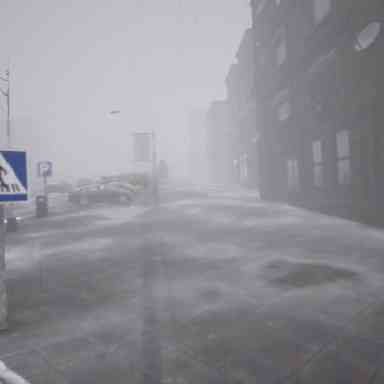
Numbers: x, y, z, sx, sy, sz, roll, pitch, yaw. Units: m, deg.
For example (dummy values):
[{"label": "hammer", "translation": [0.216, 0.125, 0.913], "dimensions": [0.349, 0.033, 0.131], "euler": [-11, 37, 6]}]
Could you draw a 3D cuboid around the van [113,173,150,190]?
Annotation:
[{"label": "van", "translation": [-7.907, -1.468, 43.727], "dimensions": [4.442, 1.987, 1.878], "euler": [-3, 5, -22]}]

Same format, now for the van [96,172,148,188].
[{"label": "van", "translation": [-7.273, -0.762, 34.724], "dimensions": [4.442, 1.987, 1.878], "euler": [-3, 5, -22]}]

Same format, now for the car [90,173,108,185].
[{"label": "car", "translation": [-16.825, -2.383, 60.389], "dimensions": [2.097, 1.767, 4.553], "euler": [-2, 5, -2]}]

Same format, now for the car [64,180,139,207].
[{"label": "car", "translation": [-6.963, 0.190, 25.598], "dimensions": [4.892, 1.521, 2.231], "euler": [-3, 5, -22]}]

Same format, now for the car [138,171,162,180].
[{"label": "car", "translation": [-9.036, -3.534, 71.099], "dimensions": [4.553, 1.767, 2.185], "euler": [-3, 5, -23]}]

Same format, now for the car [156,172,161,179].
[{"label": "car", "translation": [-8.057, -1.982, 49.854], "dimensions": [5.566, 2.045, 2.435], "euler": [-3, 5, -22]}]

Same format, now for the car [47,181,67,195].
[{"label": "car", "translation": [-15.751, -0.613, 39.554], "dimensions": [1.882, 1.535, 5.008], "euler": [-2, 5, -3]}]

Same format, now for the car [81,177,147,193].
[{"label": "car", "translation": [-7.405, -0.284, 31.589], "dimensions": [5.366, 1.575, 1.946], "euler": [-3, 5, -22]}]

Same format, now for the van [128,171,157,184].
[{"label": "van", "translation": [-8.256, -2.441, 55.957], "dimensions": [4.442, 1.987, 1.878], "euler": [-3, 5, -22]}]

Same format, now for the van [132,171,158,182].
[{"label": "van", "translation": [-8.748, -2.908, 61.925], "dimensions": [4.442, 1.987, 1.878], "euler": [-3, 5, -22]}]

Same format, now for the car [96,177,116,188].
[{"label": "car", "translation": [-13.130, -1.548, 50.969], "dimensions": [1.994, 1.385, 4.181], "euler": [-2, 5, -2]}]

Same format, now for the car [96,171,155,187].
[{"label": "car", "translation": [-7.544, -1.019, 37.691], "dimensions": [5.566, 2.045, 2.435], "euler": [-3, 5, -22]}]

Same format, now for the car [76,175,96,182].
[{"label": "car", "translation": [-12.546, -0.927, 40.367], "dimensions": [2.097, 1.767, 4.553], "euler": [-2, 5, -2]}]

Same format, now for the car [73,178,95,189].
[{"label": "car", "translation": [-16.355, -1.347, 50.448], "dimensions": [1.895, 1.301, 4.718], "euler": [-2, 5, -2]}]

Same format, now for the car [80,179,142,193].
[{"label": "car", "translation": [-7.091, -0.011, 28.632], "dimensions": [4.674, 1.452, 2.002], "euler": [-3, 5, -22]}]
